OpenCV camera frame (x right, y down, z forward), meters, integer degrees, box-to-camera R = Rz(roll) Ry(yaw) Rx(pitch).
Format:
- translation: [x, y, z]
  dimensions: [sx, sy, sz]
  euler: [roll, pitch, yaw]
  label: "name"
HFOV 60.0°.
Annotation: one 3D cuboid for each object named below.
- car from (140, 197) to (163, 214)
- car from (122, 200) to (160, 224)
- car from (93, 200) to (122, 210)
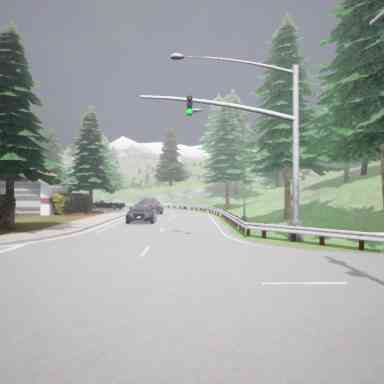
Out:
- translation: [-4.455, 1.352, 34.749]
  dimensions: [2.097, 1.767, 4.553]
  euler: [0, 0, -19]
  label: "car"
- translation: [-3.721, 1.564, 24.951]
  dimensions: [1.994, 1.385, 4.181]
  euler: [0, 0, -2]
  label: "car"
- translation: [-10.949, 1.608, 42.555]
  dimensions: [4.718, 1.301, 1.895]
  euler: [0, 0, 15]
  label: "car"
